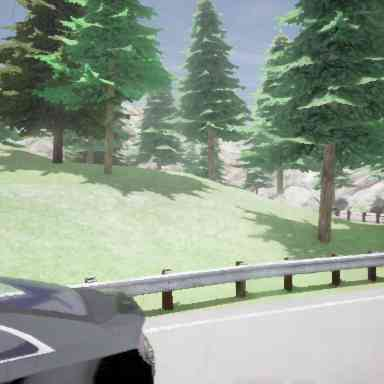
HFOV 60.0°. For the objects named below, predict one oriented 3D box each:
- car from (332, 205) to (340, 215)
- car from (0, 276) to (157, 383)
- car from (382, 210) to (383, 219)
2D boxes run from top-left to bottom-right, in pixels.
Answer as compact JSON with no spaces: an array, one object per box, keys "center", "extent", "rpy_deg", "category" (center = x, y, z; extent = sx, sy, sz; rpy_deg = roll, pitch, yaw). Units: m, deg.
[{"center":[12.640,1.579,33.076],"extent":[1.994,1.385,4.181],"rpy_deg":[0,0,-20],"category":"car"},{"center":[-2.650,1.491,2.322],"extent":[4.902,1.511,2.128],"rpy_deg":[0,0,-30],"category":"car"},{"center":[16.073,1.367,23.645],"extent":[2.097,1.767,4.553],"rpy_deg":[0,0,-20],"category":"car"}]
